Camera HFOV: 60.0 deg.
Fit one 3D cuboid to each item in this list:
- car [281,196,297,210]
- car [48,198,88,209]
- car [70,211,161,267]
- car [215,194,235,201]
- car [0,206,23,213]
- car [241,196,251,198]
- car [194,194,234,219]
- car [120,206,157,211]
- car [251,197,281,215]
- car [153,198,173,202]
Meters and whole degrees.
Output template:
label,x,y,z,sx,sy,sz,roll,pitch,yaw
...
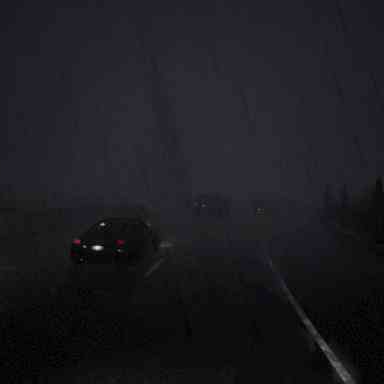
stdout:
label,x,y,z,sx,sy,sz,roll,pitch,yaw
car,12.081,1.350,42.869,2.097,1.767,4.553,0,0,29
car,-13.912,1.477,37.438,1.882,1.535,5.008,0,0,22
car,-2.418,1.564,11.466,1.994,1.385,4.181,0,0,8
car,7.188,1.183,71.879,1.837,1.490,4.892,0,0,41
car,-11.748,1.564,20.090,1.994,1.385,4.181,0,0,13
car,10.537,1.522,65.062,1.812,1.442,4.674,0,0,41
car,1.855,1.221,29.266,2.150,2.045,5.566,0,0,19
car,-3.704,1.600,23.039,1.895,1.301,4.718,0,0,15
car,7.412,1.503,33.611,1.837,1.490,4.892,0,0,23
car,-4.325,1.563,49.776,1.994,1.385,4.181,0,0,29
